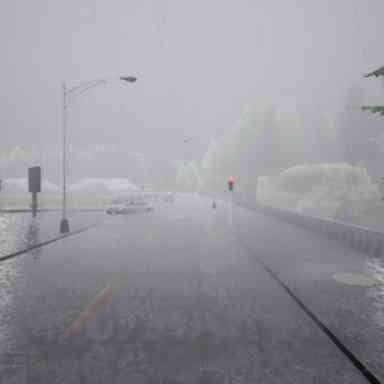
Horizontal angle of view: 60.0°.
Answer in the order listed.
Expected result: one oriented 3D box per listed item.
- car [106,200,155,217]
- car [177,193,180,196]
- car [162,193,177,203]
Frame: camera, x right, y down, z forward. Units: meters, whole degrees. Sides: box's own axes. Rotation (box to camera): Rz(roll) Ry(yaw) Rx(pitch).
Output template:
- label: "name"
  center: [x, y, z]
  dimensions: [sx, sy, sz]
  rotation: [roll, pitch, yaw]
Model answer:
- label: "car"
  center: [-5.325, 1.403, 29.240]
  dimensions: [1.895, 1.301, 4.718]
  rotation: [1, 1, 30]
- label: "car"
  center: [-4.006, 0.748, 82.597]
  dimensions: [1.812, 1.442, 4.674]
  rotation: [0, 0, 0]
- label: "car"
  center: [-4.004, 1.157, 56.443]
  dimensions: [1.837, 1.490, 4.892]
  rotation: [0, 2, 0]
